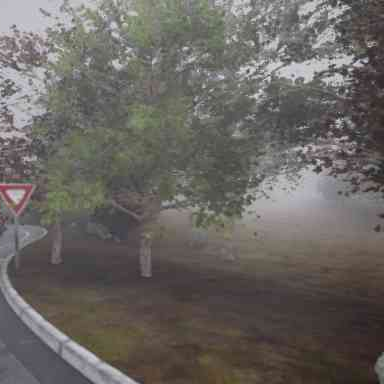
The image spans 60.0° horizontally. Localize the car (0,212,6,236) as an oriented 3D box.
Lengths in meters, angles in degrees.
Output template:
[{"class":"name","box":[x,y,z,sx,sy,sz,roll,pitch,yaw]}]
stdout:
[{"class":"car","box":[-12.451,1.748,19.175,2.150,2.045,5.566,-1,-1,-18]}]
